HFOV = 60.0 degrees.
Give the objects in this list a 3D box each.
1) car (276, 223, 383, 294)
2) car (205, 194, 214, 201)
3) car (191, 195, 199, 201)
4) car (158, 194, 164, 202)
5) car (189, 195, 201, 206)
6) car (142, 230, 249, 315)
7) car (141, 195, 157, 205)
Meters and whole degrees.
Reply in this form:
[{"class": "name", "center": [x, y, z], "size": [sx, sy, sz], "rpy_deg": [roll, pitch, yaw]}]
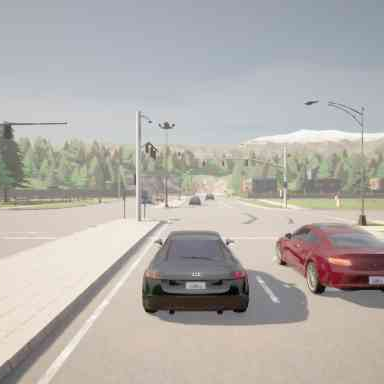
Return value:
[{"class": "car", "center": [3.554, 1.526, 8.673], "size": [1.812, 1.442, 4.674], "rpy_deg": [0, 0, 0]}, {"class": "car", "center": [4.335, 1.188, 82.024], "size": [2.097, 1.767, 4.553], "rpy_deg": [0, 0, 1]}, {"class": "car", "center": [0.836, 1.428, 82.129], "size": [1.895, 1.301, 4.718], "rpy_deg": [0, 0, 1]}, {"class": "car", "center": [-7.285, 1.345, 73.220], "size": [2.097, 1.767, 4.553], "rpy_deg": [0, 0, 1]}, {"class": "car", "center": [0.491, 1.563, 56.673], "size": [1.994, 1.385, 4.181], "rpy_deg": [0, 0, 1]}, {"class": "car", "center": [0.056, 1.564, 7.669], "size": [1.994, 1.385, 4.181], "rpy_deg": [0, 0, 0]}, {"class": "car", "center": [-7.585, 1.504, 57.237], "size": [1.837, 1.490, 4.892], "rpy_deg": [0, 0, 1]}]
